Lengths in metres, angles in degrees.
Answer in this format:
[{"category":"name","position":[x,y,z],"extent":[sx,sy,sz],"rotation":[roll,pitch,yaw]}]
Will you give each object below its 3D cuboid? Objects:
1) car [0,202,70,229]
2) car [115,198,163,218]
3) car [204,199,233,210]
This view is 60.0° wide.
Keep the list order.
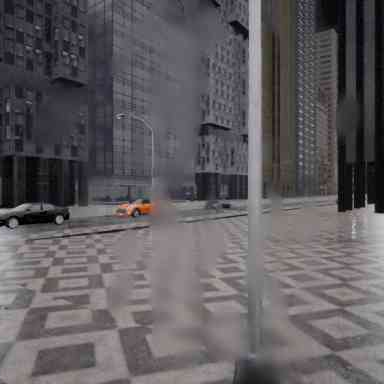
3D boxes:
[{"category":"car","position":[-10.567,1.458,21.906],"extent":[1.882,1.535,5.008],"rotation":[0,0,36]},{"category":"car","position":[-4.697,1.319,29.933],"extent":[2.097,1.767,4.553],"rotation":[0,0,36]},{"category":"car","position":[3.255,1.513,40.791],"extent":[1.994,1.385,4.181],"rotation":[0,0,36]}]
